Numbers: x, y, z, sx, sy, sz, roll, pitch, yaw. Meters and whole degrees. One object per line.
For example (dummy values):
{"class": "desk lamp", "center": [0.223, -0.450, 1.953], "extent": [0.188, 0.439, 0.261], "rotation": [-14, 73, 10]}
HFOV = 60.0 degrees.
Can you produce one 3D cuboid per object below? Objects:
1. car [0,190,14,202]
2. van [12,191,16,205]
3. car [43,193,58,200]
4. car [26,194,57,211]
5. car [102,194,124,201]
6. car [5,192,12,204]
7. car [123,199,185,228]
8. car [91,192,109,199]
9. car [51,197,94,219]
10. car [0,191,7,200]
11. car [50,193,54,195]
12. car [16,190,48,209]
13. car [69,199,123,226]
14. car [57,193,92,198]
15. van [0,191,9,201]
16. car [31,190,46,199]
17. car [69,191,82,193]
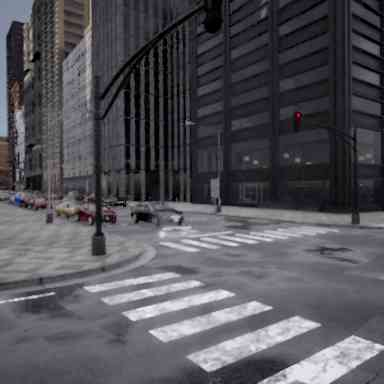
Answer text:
{"class": "car", "center": [-32.996, 0.921, 59.285], "extent": [1.967, 1.590, 4.097], "rotation": [0, 1, -36]}
{"class": "van", "center": [-23.114, 0.984, 45.607], "extent": [1.690, 1.788, 3.998], "rotation": [0, 1, -36]}
{"class": "car", "center": [-29.378, 0.879, 68.834], "extent": [1.887, 1.381, 4.507], "rotation": [0, 1, -36]}
{"class": "car", "center": [-16.526, 1.288, 36.489], "extent": [1.887, 1.381, 4.507], "rotation": [0, 1, -36]}
{"class": "car", "center": [-9.615, 1.219, 41.480], "extent": [1.947, 1.339, 4.313], "rotation": [0, 1, -36]}
{"class": "car", "center": [-26.409, 1.141, 50.167], "extent": [2.008, 1.369, 4.403], "rotation": [0, 1, -36]}
{"class": "car", "center": [-2.314, 1.370, 21.534], "extent": [2.128, 1.511, 4.902], "rotation": [-1, 1, -34]}
{"class": "car", "center": [-12.908, 0.919, 46.037], "extent": [2.192, 1.841, 5.009], "rotation": [0, 1, -36]}
{"class": "car", "center": [-9.839, 1.364, 27.233], "extent": [1.752, 1.417, 4.829], "rotation": [0, 1, -36]}
{"class": "car", "center": [-39.584, 0.683, 68.402], "extent": [2.192, 1.841, 5.009], "rotation": [0, 1, -36]}
{"class": "car", "center": [-22.534, 0.945, 49.667], "extent": [1.994, 1.385, 4.181], "rotation": [-1, 1, -36]}
{"class": "car", "center": [-19.820, 1.009, 41.047], "extent": [2.192, 1.841, 5.009], "rotation": [0, 1, -36]}
{"class": "car", "center": [-6.644, 1.426, 22.812], "extent": [1.887, 1.381, 4.507], "rotation": [0, 1, -36]}
{"class": "car", "center": [-12.805, 1.240, 36.045], "extent": [1.837, 1.490, 4.892], "rotation": [-1, 1, -36]}
{"class": "van", "center": [-36.289, 0.766, 63.843], "extent": [1.690, 1.788, 3.998], "rotation": [0, 1, -36]}
{"class": "car", "center": [-35.964, 0.536, 77.950], "extent": [2.192, 1.841, 5.009], "rotation": [0, 1, -36]}
{"class": "car", "center": [-19.495, 0.816, 55.155], "extent": [2.192, 1.841, 5.009], "rotation": [0, 1, -36]}
